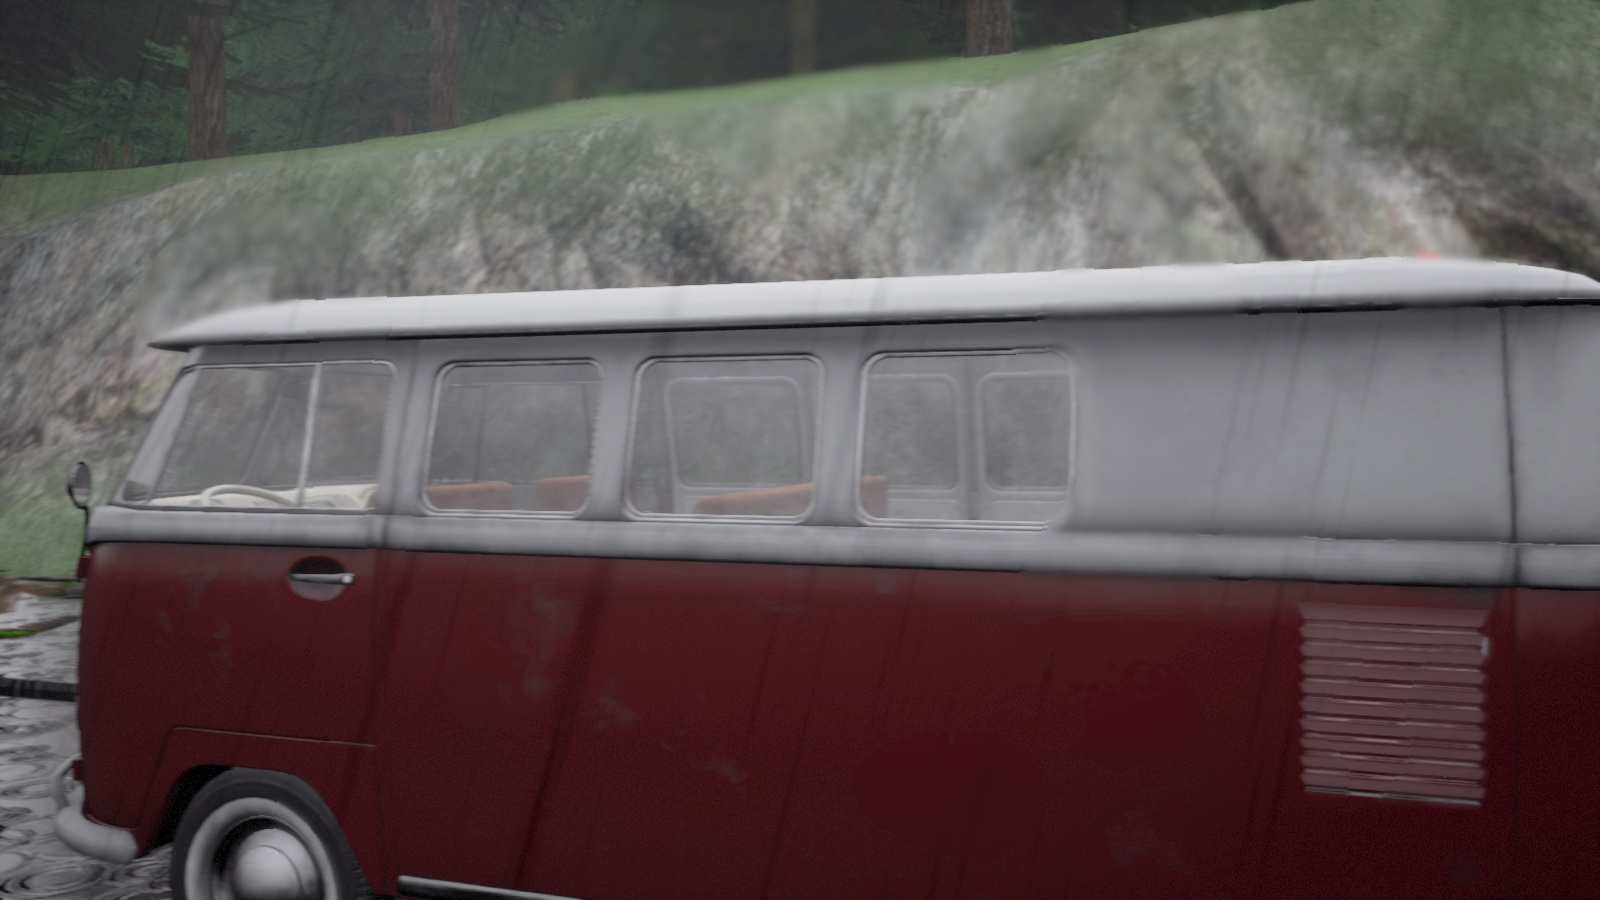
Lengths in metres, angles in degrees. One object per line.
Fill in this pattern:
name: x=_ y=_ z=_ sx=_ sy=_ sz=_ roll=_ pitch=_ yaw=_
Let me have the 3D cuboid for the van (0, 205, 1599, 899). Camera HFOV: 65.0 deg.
van: x=-0.184 y=0.516 z=3.778 sx=4.442 sy=1.987 sz=1.775 roll=1 pitch=1 yaw=19
